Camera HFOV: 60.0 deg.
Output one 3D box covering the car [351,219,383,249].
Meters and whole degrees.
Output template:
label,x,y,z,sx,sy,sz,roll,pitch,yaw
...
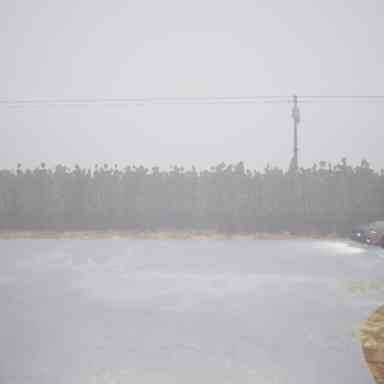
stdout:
label,x,y,z,sx,sy,sz,roll,pitch,yaw
car,8.684,1.535,13.302,4.181,1.385,1.994,0,0,1
